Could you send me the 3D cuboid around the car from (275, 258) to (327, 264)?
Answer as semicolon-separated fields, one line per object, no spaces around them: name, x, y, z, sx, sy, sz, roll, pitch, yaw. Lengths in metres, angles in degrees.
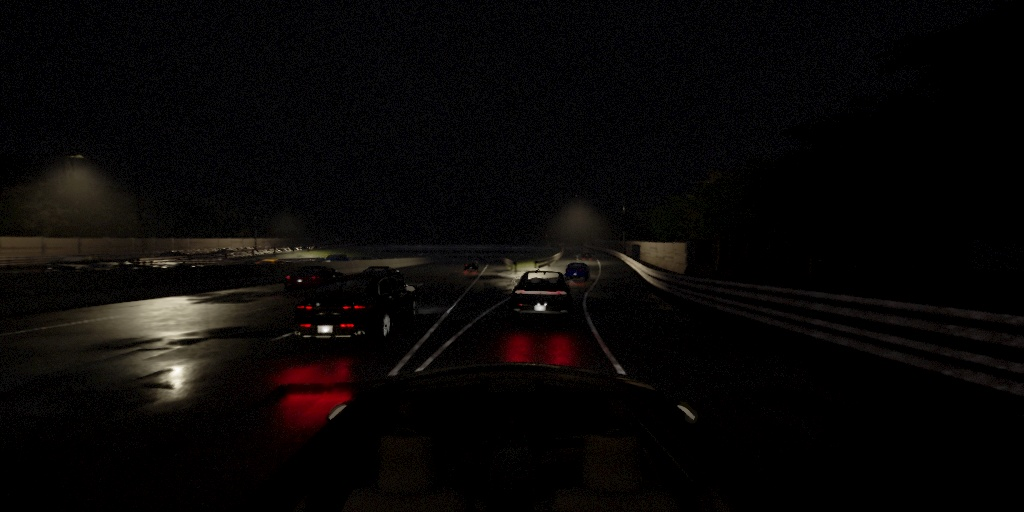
car;-22.703;1.210;38.861;2.033;1.411;5.357;0;0;-2

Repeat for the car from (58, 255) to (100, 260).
car;-42.704;0.683;35.309;1.882;1.535;5.008;0;1;-20

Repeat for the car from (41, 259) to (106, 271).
car;-25.533;1.150;22.767;2.128;1.511;4.902;0;0;-2

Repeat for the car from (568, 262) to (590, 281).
car;5.762;1.275;31.491;1.882;1.535;5.008;0;1;15

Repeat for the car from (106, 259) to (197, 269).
car;-22.038;1.163;22.951;2.128;1.511;4.902;0;0;-2

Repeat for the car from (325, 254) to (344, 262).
car;-26.864;0.772;54.461;2.150;2.045;5.566;0;0;-2

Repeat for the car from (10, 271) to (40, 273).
car;-29.036;1.220;23.081;1.895;1.301;4.718;1;0;-2

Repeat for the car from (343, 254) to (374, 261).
car;-23.391;0.914;54.868;2.097;1.767;4.553;0;0;-2

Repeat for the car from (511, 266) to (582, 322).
car;1.112;1.254;12.443;2.128;1.511;4.902;1;0;8

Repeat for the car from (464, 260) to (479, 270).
car;-5.618;1.266;50.634;1.895;1.301;4.718;0;0;-3

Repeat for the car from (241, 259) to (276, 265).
car;-26.191;1.127;38.639;1.882;1.535;5.008;0;0;-2

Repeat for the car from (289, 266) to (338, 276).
car;-11.246;1.274;20.874;1.994;1.385;4.181;0;0;-2

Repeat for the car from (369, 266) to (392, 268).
car;-7.762;1.287;21.309;1.994;1.385;4.181;0;0;-2

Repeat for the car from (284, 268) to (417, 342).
car;-3.907;1.242;9.741;1.837;1.490;4.892;0;0;-2
